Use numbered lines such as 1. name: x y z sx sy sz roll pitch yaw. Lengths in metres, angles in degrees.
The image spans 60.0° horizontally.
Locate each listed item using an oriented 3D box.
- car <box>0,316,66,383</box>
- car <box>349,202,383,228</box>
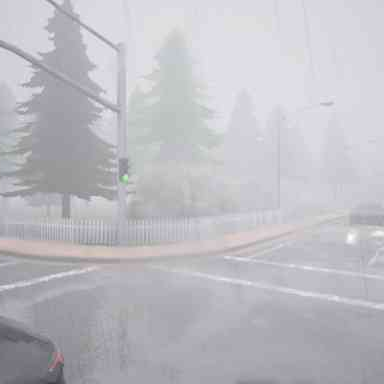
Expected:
1. car: -2.807 1.560 1.736 1.994 1.385 4.181 0 0 35
2. car: 11.786 1.455 22.047 1.882 1.535 5.008 0 0 36
